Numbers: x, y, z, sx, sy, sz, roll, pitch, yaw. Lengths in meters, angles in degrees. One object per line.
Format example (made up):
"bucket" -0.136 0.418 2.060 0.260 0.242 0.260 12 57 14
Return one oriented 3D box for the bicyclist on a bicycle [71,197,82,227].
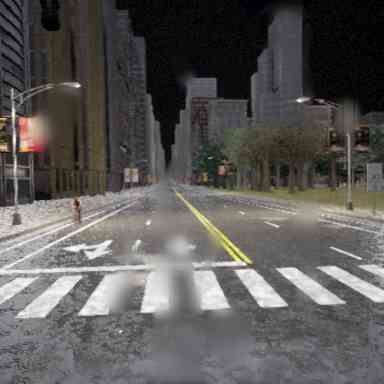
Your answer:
"bicyclist on a bicycle" -6.377 1.075 18.459 0.582 1.620 1.656 -1 2 -4
